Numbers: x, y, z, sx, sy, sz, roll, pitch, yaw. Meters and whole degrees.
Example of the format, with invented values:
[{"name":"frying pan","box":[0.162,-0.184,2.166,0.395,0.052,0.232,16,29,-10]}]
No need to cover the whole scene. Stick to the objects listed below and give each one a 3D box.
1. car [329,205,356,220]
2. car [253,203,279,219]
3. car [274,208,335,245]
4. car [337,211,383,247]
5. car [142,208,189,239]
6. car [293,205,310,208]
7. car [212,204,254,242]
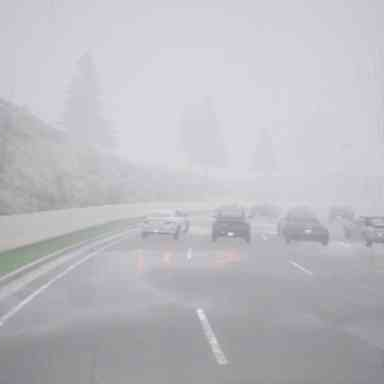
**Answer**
[{"name":"car","box":[13.589,1.927,30.081,1.837,1.490,4.892,1,0,30]},{"name":"car","box":[7.435,1.841,33.422,1.837,1.490,4.892,1,0,30]},{"name":"car","box":[5.578,1.766,17.051,1.994,1.385,4.181,1,0,8]},{"name":"car","box":[9.001,1.857,16.382,1.895,1.301,4.718,1,0,8]},{"name":"car","box":[-1.364,1.613,17.982,1.812,1.442,4.674,1,0,8]},{"name":"car","box":[10.512,1.941,31.750,1.994,1.385,4.181,1,0,30]},{"name":"car","box":[2.098,1.651,17.445,1.837,1.490,4.892,1,0,8]}]
